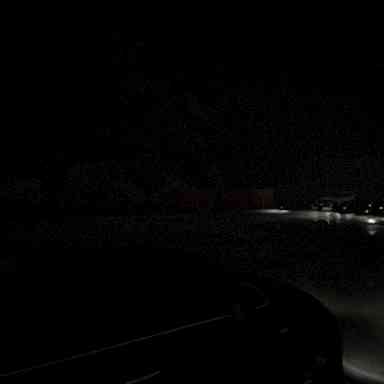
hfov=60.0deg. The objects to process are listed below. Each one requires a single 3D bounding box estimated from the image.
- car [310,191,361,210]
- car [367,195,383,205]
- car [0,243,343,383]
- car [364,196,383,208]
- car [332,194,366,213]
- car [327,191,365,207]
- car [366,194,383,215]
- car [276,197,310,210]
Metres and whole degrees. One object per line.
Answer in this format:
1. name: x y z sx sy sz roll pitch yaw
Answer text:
1. car: 16.064 0.962 36.897 5.566 2.045 2.150 -1 0 -35
2. car: 28.875 1.149 50.281 5.357 1.411 2.033 -1 0 -36
3. car: -0.472 1.342 3.411 4.553 1.767 2.097 -1 0 -35
4. car: 24.514 1.209 42.866 5.357 1.411 2.033 -1 0 -36
5. car: 16.466 1.246 32.912 4.902 1.511 2.128 -1 0 -35
6. car: 20.641 0.901 44.402 5.566 2.045 2.150 -1 0 -36
7. car: 18.379 0.976 29.999 5.566 2.045 2.150 -1 0 -36
8. car: 12.151 1.307 38.425 5.357 1.411 2.033 -1 0 -35
